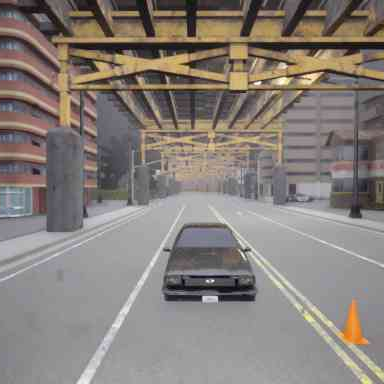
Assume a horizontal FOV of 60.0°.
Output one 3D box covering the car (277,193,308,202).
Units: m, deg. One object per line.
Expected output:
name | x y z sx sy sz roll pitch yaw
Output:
car | 17.806 0.960 58.938 4.974 1.542 2.038 0 1 25

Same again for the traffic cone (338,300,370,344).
traffic cone | 2.453 1.949 5.059 0.340 0.580 0.340 0 0 0

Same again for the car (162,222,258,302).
car | 0.360 1.534 8.666 2.033 1.411 5.357 0 0 1

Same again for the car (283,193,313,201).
car | 17.507 0.849 54.797 4.536 1.218 1.853 0 1 -20

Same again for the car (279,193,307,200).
car | 17.853 0.803 58.915 4.536 1.218 1.853 0 1 25

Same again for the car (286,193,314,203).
car | 17.458 1.007 54.781 4.974 1.542 2.038 0 1 -20
